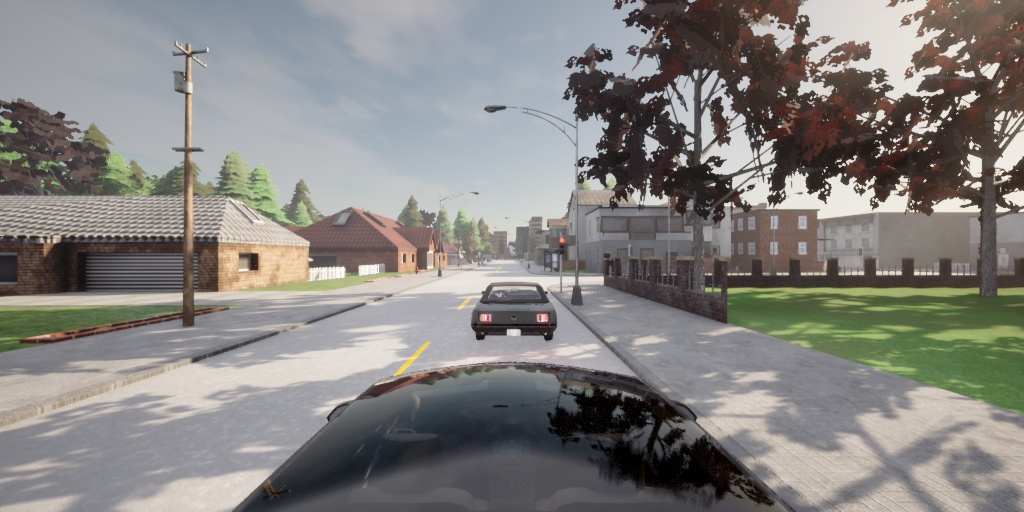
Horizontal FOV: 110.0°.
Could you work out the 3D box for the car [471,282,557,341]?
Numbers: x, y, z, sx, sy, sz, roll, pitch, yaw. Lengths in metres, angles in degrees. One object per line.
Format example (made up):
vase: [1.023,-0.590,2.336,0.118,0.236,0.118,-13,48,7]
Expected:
car: [0.077,1.351,9.885,1.895,1.301,4.718,0,0,1]
